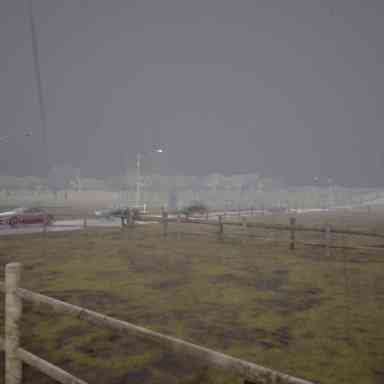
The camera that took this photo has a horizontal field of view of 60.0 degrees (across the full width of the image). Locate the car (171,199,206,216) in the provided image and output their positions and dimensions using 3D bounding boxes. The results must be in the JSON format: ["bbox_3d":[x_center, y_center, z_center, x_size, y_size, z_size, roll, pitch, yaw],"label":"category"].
[{"bbox_3d":[-0.369,1.963,42.395,2.150,2.045,5.566,1,-1,35],"label":"car"}]

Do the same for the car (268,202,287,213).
[{"bbox_3d":[15.330,2.769,59.591,2.097,1.767,4.553,1,-1,37],"label":"car"}]

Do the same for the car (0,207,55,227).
[{"bbox_3d":[-12.566,1.823,25.123,1.994,1.385,4.181,1,-1,36],"label":"car"}]

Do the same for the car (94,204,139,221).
[{"bbox_3d":[-7.297,1.949,32.586,2.128,1.511,4.902,1,-1,35],"label":"car"}]
